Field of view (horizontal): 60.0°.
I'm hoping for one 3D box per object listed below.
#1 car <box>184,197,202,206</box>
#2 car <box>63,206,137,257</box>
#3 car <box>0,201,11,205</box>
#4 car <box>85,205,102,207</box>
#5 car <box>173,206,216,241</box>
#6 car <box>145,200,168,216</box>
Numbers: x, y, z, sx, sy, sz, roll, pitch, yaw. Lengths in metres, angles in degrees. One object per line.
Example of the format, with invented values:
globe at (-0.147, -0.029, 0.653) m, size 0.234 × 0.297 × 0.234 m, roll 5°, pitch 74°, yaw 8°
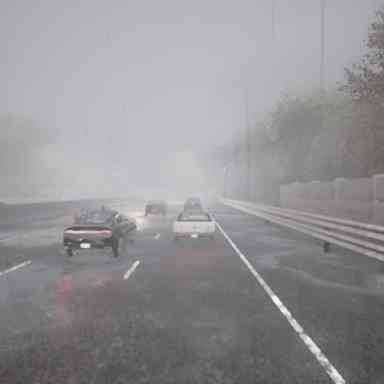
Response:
car at (0.106, 1.391, 39.620) m, size 2.097 × 1.767 × 4.553 m, roll 0°, pitch 0°, yaw 0°
car at (-3.395, 1.499, 13.038) m, size 2.128 × 1.511 × 4.902 m, roll 0°, pitch 0°, yaw 0°
car at (-17.495, 1.553, 29.059) m, size 1.837 × 1.490 × 4.892 m, roll 0°, pitch 0°, yaw 0°
car at (-6.894, 1.620, 24.294) m, size 1.895 × 1.301 × 4.718 m, roll 0°, pitch 0°, yaw 0°
car at (0.106, 1.612, 16.675) m, size 1.895 × 1.301 × 4.718 m, roll 0°, pitch 0°, yaw 0°
car at (-3.392, 1.506, 32.493) m, size 1.882 × 1.535 × 5.008 m, roll 0°, pitch 0°, yaw 0°
